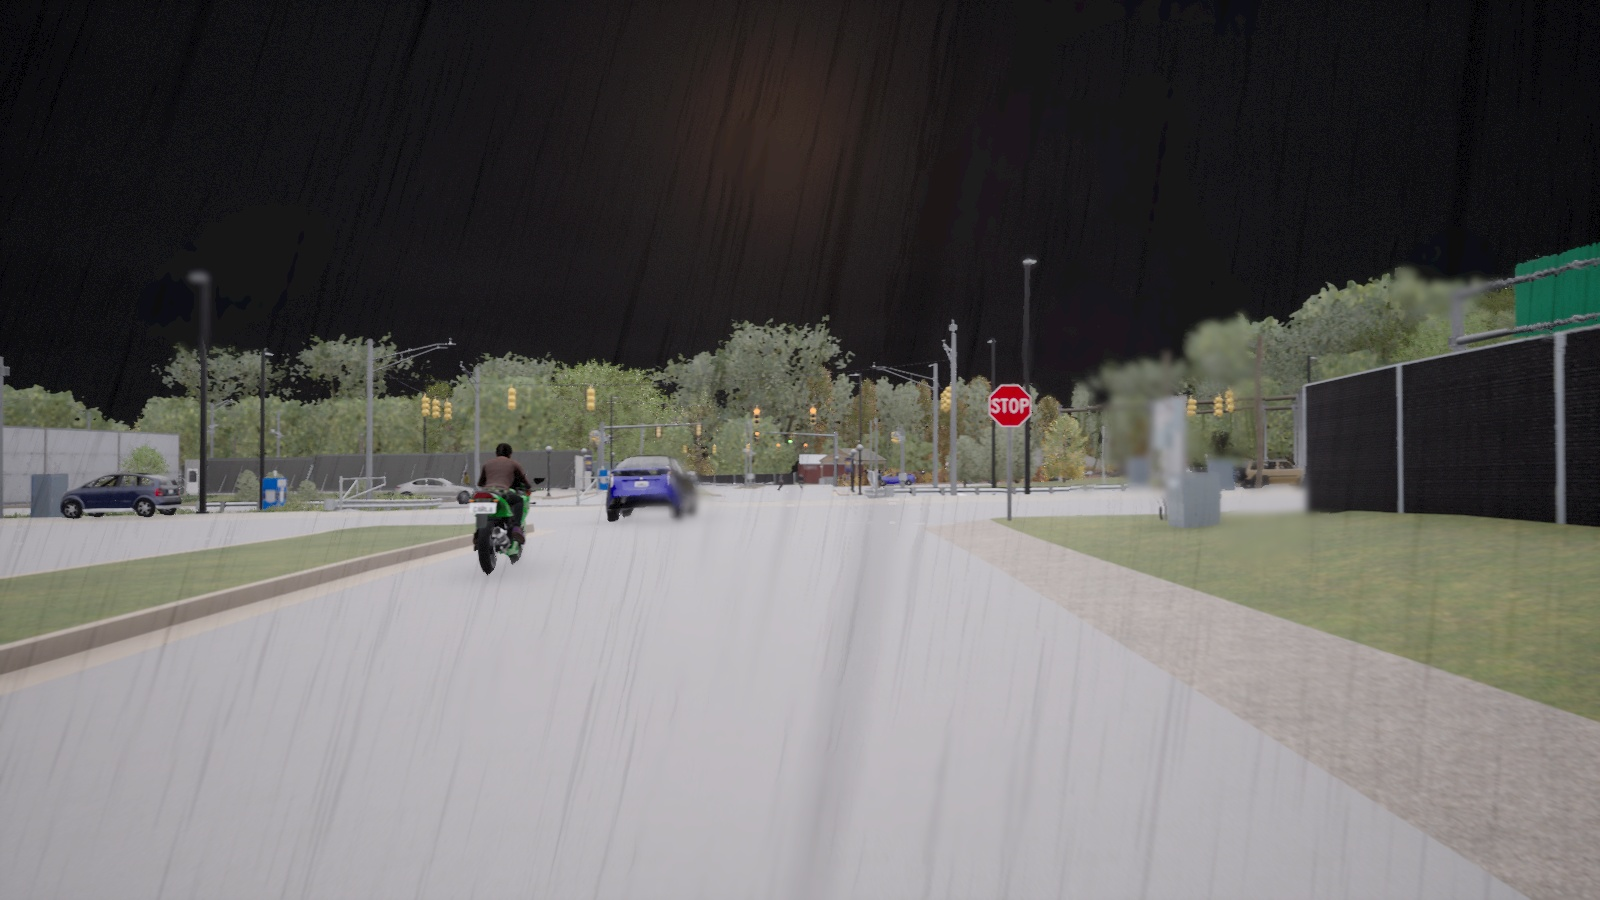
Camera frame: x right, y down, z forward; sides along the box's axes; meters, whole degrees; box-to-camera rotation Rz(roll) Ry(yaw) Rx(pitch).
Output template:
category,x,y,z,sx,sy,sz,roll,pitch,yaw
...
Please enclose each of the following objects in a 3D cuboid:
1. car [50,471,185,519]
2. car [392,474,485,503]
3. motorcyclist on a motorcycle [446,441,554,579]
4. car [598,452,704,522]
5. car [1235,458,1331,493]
category,x,y,z,sx,sy,sz,roll,pitch,yaw
car,-23.649,1.555,43.627,3.705,1.549,1.789,-1,-1,0
car,-21.590,2.294,75.168,5.027,1.651,2.152,-1,-1,-5
motorcyclist on a motorcycle,-3.532,0.669,14.979,0.797,1.523,2.044,-1,0,0
car,-3.554,0.877,30.682,2.007,1.525,4.514,-1,-1,0
car,27.352,1.439,71.209,4.605,1.855,1.932,-1,-1,0
